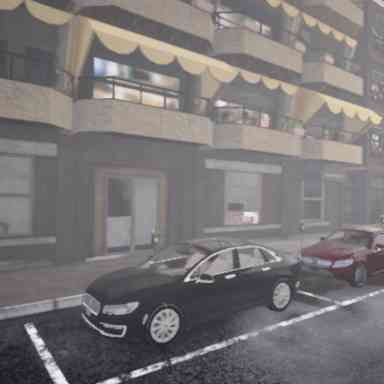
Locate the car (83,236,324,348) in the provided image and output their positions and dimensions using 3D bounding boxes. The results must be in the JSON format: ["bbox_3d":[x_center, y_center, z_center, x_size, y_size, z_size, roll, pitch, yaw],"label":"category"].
[{"bbox_3d":[0.232,1.589,6.258,4.403,1.369,2.008,1,0,-36],"label":"car"}]

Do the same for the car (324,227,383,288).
[{"bbox_3d":[4.738,1.678,9.474,4.206,1.307,1.802,1,0,-36],"label":"car"}]
